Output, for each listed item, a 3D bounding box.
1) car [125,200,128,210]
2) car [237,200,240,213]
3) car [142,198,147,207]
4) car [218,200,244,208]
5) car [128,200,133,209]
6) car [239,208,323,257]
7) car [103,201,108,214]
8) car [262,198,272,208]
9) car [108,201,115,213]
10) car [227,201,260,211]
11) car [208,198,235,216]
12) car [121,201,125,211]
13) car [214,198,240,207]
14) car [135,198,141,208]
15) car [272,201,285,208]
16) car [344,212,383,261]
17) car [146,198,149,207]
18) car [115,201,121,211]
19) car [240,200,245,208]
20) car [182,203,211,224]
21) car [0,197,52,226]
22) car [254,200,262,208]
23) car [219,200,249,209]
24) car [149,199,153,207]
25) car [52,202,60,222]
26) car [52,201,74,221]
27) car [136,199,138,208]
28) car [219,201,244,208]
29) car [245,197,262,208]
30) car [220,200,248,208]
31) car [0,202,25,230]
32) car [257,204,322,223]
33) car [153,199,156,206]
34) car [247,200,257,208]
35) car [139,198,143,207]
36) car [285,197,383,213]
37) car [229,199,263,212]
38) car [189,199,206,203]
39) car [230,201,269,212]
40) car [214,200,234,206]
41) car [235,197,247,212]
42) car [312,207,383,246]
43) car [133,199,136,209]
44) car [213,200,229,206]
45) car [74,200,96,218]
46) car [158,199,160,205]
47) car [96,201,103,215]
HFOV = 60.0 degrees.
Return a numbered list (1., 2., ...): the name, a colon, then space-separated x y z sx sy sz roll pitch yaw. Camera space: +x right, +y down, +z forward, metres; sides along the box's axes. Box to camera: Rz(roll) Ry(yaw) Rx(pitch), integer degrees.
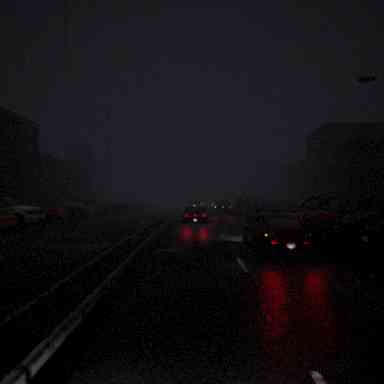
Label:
1. car: -12.496 2.114 49.567 4.792 1.488 2.163 0 -1 0
2. car: 7.852 1.892 37.919 4.674 1.452 2.002 0 -1 0
3. car: -12.315 2.554 69.014 4.674 1.452 2.002 0 -1 0
4. car: 8.218 2.557 71.003 5.366 1.575 1.946 0 -1 0
5. car: -12.439 2.146 52.471 5.008 1.535 2.097 0 -1 0
6. car: 3.171 1.543 12.903 1.812 1.442 4.674 0 0 0
7. car: -12.524 1.735 38.465 4.553 1.767 2.185 0 -1 0
8. car: 7.732 1.318 21.389 5.566 2.045 2.435 0 -1 0
9. car: -12.501 1.945 41.233 4.792 1.488 2.163 0 -1 0
10. car: 7.963 2.155 51.702 4.792 1.488 2.163 0 -1 0
11. car: 3.313 1.718 37.636 2.097 1.767 4.553 0 -1 0
12. car: -12.482 2.029 46.790 4.892 1.521 2.231 0 -1 0
13. car: 8.025 2.445 76.521 5.566 2.045 2.435 0 -1 0
14. car: -12.411 2.354 60.681 4.792 1.488 2.163 0 -1 0
15. car: 7.716 1.286 18.632 5.566 2.045 2.435 0 -1 0
16. car: 7.726 1.518 10.368 4.792 1.488 2.163 0 0 0
17. car: -12.328 2.456 71.888 4.553 1.767 2.185 0 -1 0
18. car: -12.515 1.970 44.011 5.008 1.535 2.097 0 -1 0
19. car: 7.868 1.830 35.163 4.792 1.488 2.163 0 -1 0
20. car: 0.246 1.755 25.999 1.895 1.301 4.718 0 -1 0
21. car: -12.651 1.311 21.794 5.566 2.045 2.435 0 -1 0
22. car: 7.590 1.602 24.139 5.366 1.575 1.946 0 -1 0
23. car: 7.812 2.364 62.729 5.366 1.575 1.946 0 -1 0
24. car: -12.303 2.397 74.703 5.566 2.045 2.435 0 -1 0
25. car: -12.656 1.641 24.565 4.674 1.452 2.002 0 -1 0
26. car: -12.605 1.522 27.345 4.553 1.767 2.185 0 -1 0
27. car: -12.400 2.304 57.902 4.674 1.452 2.002 0 -1 0
28. car: 8.052 2.525 68.245 4.792 1.488 2.163 0 -1 0
29. car: 7.854 1.623 32.409 4.553 1.767 2.185 0 -1 0
30. car: 8.197 2.427 65.490 5.366 1.575 1.946 0 -1 0
31. car: -12.886 1.527 19.014 5.366 1.575 1.946 0 -1 0
32. car: 7.789 1.690 26.894 4.674 1.452 2.002 0 -1 0
33. car: -12.182 2.881 83.031 4.792 1.488 2.163 0 -1 0
34. car: 7.802 1.697 29.649 5.008 1.535 2.097 0 -1 0
35. car: -12.368 2.388 63.461 4.892 1.521 2.231 0 -1 0
36. car: 7.700 1.264 15.879 5.566 2.045 2.435 0 0 0
37. car: 7.887 1.944 48.949 4.553 1.767 2.185 0 -1 0
38. car: 0.338 1.807 42.214 2.097 1.767 4.553 0 -1 0
39. car: 7.897 2.013 46.190 5.008 1.535 2.097 0 -1 0
40. car: 8.079 2.909 84.783 5.008 1.535 2.097 0 -1 0
41. car: 7.899 1.654 40.681 5.566 2.045 2.435 0 -1 0
42. car: 7.707 1.496 13.120 5.008 1.535 2.097 0 0 0
43. car: -12.429 2.207 55.250 4.892 1.521 2.231 0 -1 0
44. car: 8.085 3.003 93.057 4.553 1.767 2.185 0 -2 0
45. car: -12.599 1.755 33.022 4.892 1.521 2.231 0 -1 0
46. car: -12.153 3.058 91.242 5.008 1.535 2.097 0 -1 0
47. car: -12.757 1.805 35.803 5.366 1.575 1.946 0 -1 0
